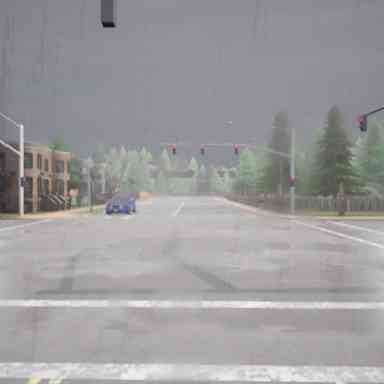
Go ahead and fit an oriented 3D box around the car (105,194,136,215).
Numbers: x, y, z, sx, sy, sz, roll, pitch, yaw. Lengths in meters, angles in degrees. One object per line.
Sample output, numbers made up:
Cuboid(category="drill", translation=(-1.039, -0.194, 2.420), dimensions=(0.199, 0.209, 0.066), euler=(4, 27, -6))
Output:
Cuboid(category="car", translation=(-6.972, 1.254, 33.181), dimensions=(2.150, 2.045, 5.566), euler=(0, 1, 0))
